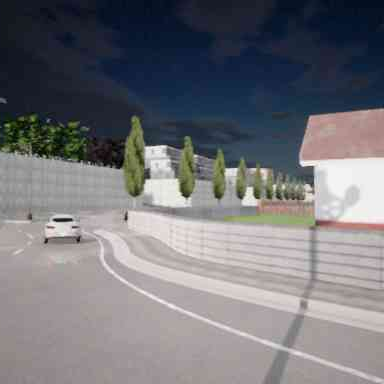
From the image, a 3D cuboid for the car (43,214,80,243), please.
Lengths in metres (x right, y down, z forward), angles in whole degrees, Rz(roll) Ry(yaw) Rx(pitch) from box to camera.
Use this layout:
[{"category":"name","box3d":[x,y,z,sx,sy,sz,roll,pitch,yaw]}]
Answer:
[{"category":"car","box3d":[-7.496,2.006,19.175,1.812,1.442,4.674,1,-2,-23]}]

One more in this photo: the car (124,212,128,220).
[{"category":"car","box3d":[-6.161,2.631,39.358,1.994,1.385,4.181,0,-2,26]}]
